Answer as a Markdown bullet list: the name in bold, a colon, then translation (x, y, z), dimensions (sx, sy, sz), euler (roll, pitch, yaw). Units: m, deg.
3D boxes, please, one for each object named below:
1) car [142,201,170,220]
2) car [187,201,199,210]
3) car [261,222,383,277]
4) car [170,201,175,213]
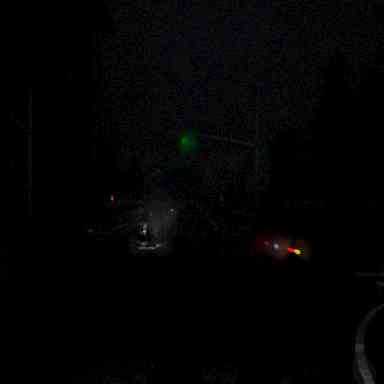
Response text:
- **car**: translation (-3.585, 1.834, 31.977), dimensions (2.128, 1.511, 4.902), euler (0, -1, 0)
- **car**: translation (0.118, 2.171, 53.323), dimensions (1.895, 1.301, 4.718), euler (0, -1, 0)
- **car**: translation (4.860, 1.648, 10.330), dimensions (5.357, 1.411, 2.033), euler (0, -1, -18)
- **car**: translation (-3.566, 2.049, 41.911), dimensions (1.895, 1.301, 4.718), euler (0, -1, 0)
